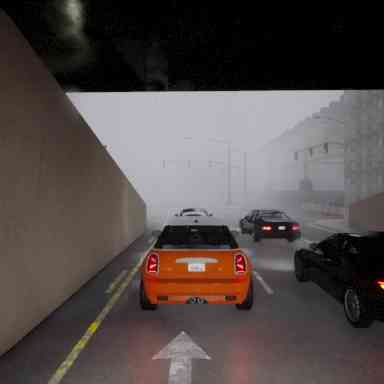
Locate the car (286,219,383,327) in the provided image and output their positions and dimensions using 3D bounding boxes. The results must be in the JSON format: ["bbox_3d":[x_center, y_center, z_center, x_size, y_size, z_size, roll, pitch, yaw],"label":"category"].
[{"bbox_3d":[3.585,1.526,6.870,1.812,1.442,4.674,0,0,0],"label":"car"}]

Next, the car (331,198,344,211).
[{"bbox_3d":[17.424,1.452,34.254,2.038,1.542,4.974,0,0,-35],"label":"car"}]

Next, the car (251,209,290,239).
[{"bbox_3d":[3.628,1.547,16.362,2.033,1.411,5.357,0,0,-3],"label":"car"}]

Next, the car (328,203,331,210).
[{"bbox_3d":[17.527,1.452,38.861,2.038,1.542,4.974,0,0,45],"label":"car"}]

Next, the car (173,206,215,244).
[{"bbox_3d":[0.095,1.526,16.691,1.812,1.442,4.674,0,0,0],"label":"car"}]

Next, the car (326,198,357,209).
[{"bbox_3d":[17.563,1.295,38.898,1.853,1.218,4.536,0,0,45],"label":"car"}]

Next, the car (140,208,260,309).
[{"bbox_3d":[0.087,1.352,8.013,2.097,1.767,4.553,0,0,0],"label":"car"}]
